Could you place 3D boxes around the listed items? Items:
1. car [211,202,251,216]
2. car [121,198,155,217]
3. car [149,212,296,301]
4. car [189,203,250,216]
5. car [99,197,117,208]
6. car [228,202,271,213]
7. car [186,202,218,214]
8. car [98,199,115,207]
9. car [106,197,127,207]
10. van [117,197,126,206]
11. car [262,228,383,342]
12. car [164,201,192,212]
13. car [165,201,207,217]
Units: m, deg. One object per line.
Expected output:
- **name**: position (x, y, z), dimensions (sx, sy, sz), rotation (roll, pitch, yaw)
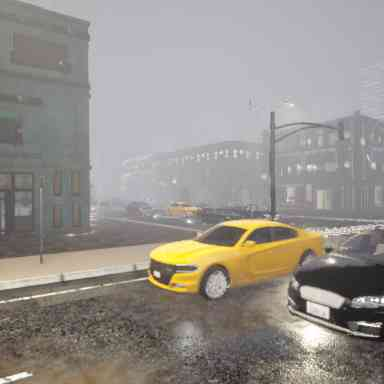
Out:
- **car**: position (4.291, 1.809, 36.937), dimensions (2.008, 1.369, 4.403), rotation (-2, 0, -35)
- **car**: position (-5.752, 1.846, 36.735), dimensions (1.967, 1.590, 4.097), rotation (-1, 0, -35)
- **car**: position (1.308, 1.476, 8.508), dimensions (5.008, 1.535, 1.882), rotation (0, 0, -35)
- **car**: position (2.028, 1.814, 25.242), dimensions (1.947, 1.339, 4.313), rotation (-1, 0, -35)
- **car**: position (-15.589, 2.121, 61.218), dimensions (2.128, 1.511, 4.902), rotation (-1, 0, -35)
- **car**: position (4.769, 1.702, 26.075), dimensions (2.128, 1.511, 4.902), rotation (-1, 0, -33)
- **car**: position (1.150, 1.903, 41.494), dimensions (1.802, 1.307, 4.206), rotation (-1, 0, -35)
- **car**: position (-17.703, 2.227, 68.835), dimensions (1.887, 1.381, 4.507), rotation (-1, 0, -35)
- **car**: position (-14.566, 1.940, 64.278), dimensions (2.192, 1.841, 5.009), rotation (-1, 0, -35)
- **van**: position (-11.424, 1.907, 59.721), dimensions (1.690, 1.788, 3.998), rotation (-1, 0, -35)
- **car**: position (3.883, 1.490, 6.337), dimensions (4.902, 1.511, 2.128), rotation (0, 0, -35)
- **car**: position (-1.991, 1.966, 46.050), dimensions (1.802, 1.307, 4.206), rotation (-1, 0, -35)
- **car**: position (-0.917, 1.803, 34.305), dimensions (1.882, 1.535, 5.008), rotation (-1, 0, -34)
